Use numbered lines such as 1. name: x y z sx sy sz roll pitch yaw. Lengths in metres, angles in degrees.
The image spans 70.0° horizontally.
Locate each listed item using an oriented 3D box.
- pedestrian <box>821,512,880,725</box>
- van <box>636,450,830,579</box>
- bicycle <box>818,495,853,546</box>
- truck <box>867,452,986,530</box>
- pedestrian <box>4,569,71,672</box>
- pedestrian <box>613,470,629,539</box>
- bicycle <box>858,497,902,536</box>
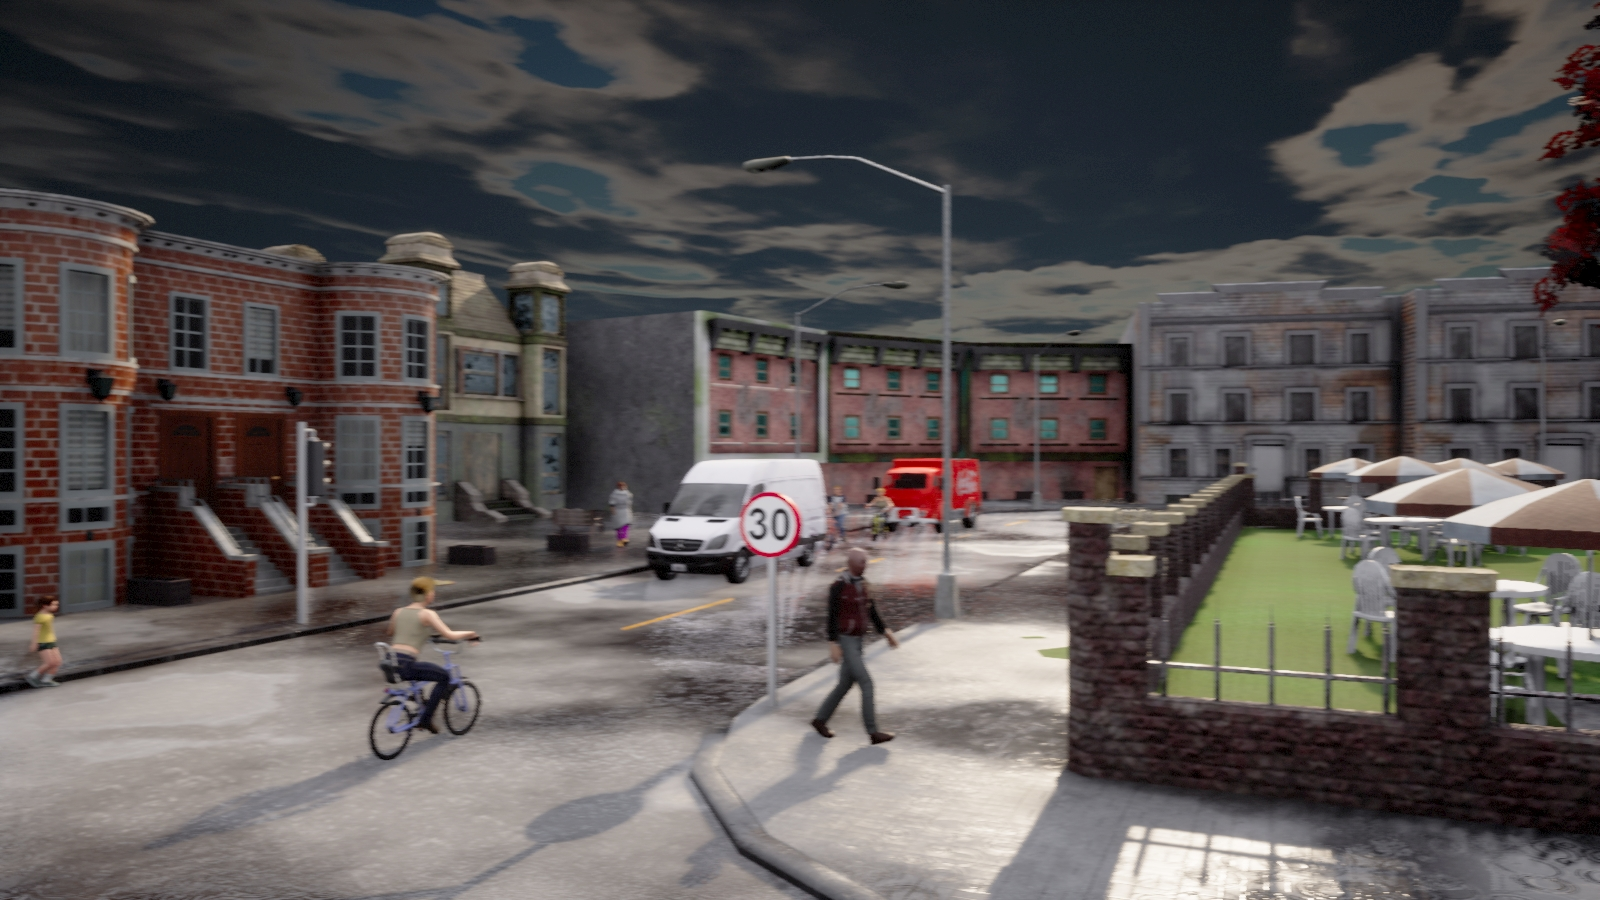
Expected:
1. pedestrian: 0.459 1.505 10.376 0.375 1.860 0.375 0 0 41
2. van: -1.321 1.288 25.927 1.988 2.561 5.915 0 0 23
3. bicycle: 0.973 1.903 31.207 0.373 1.296 1.643 0 0 23
4. truck: 4.456 1.306 39.391 2.627 2.467 5.204 0 0 24
5. pedestrian: -8.845 1.968 13.269 0.500 1.100 0.500 0 0 -14
6. pedestrian: -4.889 1.495 31.225 0.375 1.860 0.375 0 0 -16
7. bicycle: 2.428 1.999 34.604 0.859 1.080 1.487 0 0 24
